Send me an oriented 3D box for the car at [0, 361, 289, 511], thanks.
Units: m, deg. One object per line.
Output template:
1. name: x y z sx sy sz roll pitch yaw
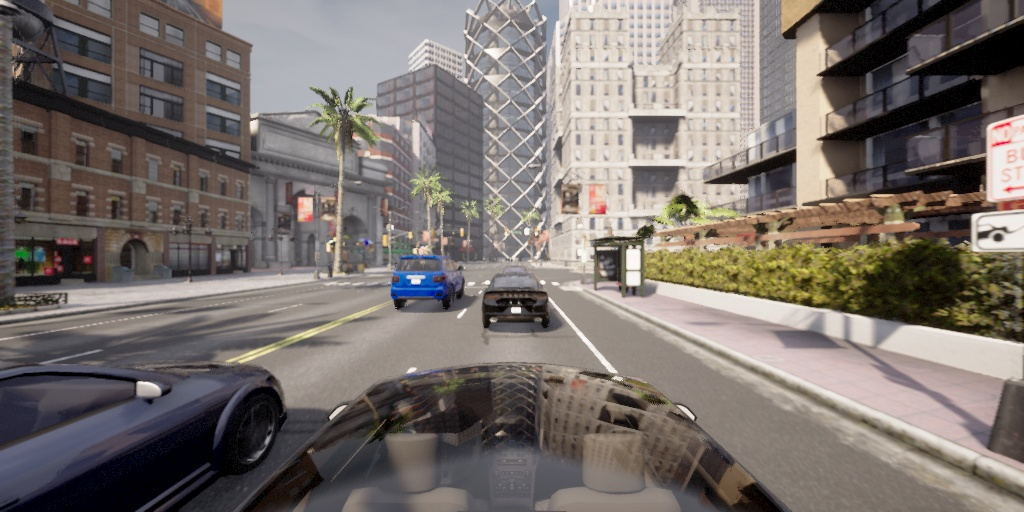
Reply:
1. car: -3.380 1.314 2.120 1.994 1.385 4.181 0 0 0

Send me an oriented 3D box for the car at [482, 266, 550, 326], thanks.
1. car: 0.103 1.238 11.672 1.882 1.535 5.008 0 0 0

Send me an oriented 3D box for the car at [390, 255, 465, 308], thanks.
1. car: -3.399 0.986 15.349 2.150 2.045 5.566 0 0 0
